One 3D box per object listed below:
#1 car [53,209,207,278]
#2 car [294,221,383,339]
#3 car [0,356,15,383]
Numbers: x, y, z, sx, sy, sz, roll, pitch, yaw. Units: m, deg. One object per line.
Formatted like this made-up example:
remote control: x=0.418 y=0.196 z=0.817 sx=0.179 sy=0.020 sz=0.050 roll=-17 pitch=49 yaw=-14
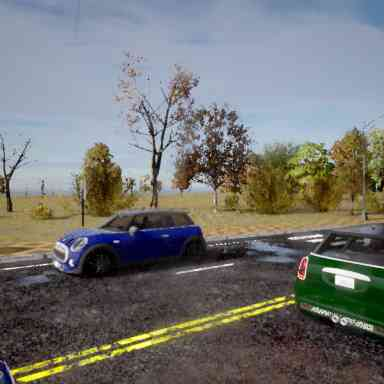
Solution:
car: x=-1.803 y=1.350 z=10.275 sx=4.553 sy=1.767 sz=2.097 roll=0 pitch=0 yaw=-34
car: x=4.027 y=1.351 z=6.137 sx=4.553 sy=1.767 sz=2.097 roll=0 pitch=0 yaw=-34
car: x=-3.061 y=1.352 z=1.199 sx=4.553 sy=1.767 sz=2.097 roll=0 pitch=0 yaw=-36
